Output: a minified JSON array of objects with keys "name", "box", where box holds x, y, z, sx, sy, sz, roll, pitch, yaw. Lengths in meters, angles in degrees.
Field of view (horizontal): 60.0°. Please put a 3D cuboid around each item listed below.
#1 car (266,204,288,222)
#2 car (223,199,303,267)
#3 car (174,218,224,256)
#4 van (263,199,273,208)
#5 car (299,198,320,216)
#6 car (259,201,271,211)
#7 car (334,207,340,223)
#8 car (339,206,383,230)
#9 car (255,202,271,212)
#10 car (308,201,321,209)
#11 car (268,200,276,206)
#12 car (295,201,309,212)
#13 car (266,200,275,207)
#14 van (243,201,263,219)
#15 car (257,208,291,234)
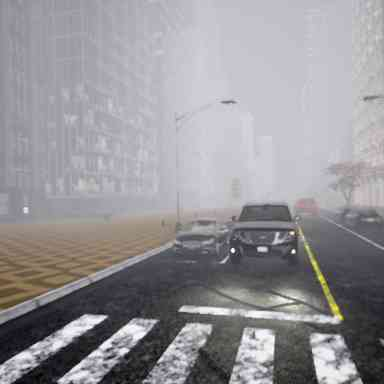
[{"name":"car","box":[8.250,1.952,31.950,1.837,1.490,4.892,-1,-1,16]},{"name":"car","box":[2.838,1.401,12.618,2.150,2.045,5.566,-1,-1,16]},{"name":"car","box":[0.550,1.799,14.063,2.008,1.369,4.403,-2,-1,16]},{"name":"van","box":[15.660,2.374,68.245,1.690,1.788,3.998,-2,-1,16]},{"name":"car","box":[13.647,1.721,39.698,2.150,2.045,5.566,-1,-1,16]},{"name":"car","box":[12.597,2.391,57.243,1.752,1.417,4.829,-2,-1,16]},{"name":"car","box":[13.156,1.849,28.068,1.947,1.339,4.313,-2,-1,16]},{"name":"car","box":[11.644,1.773,22.650,1.947,1.339,4.313,-2,-1,16]},{"name":"car","box":[11.131,2.339,51.988,2.008,1.369,4.403,-2,-1,16]},{"name":"car","box":[22.227,2.341,60.573,1.802,1.307,4.206,-2,-2,16]},{"name":"car","box":[21.714,2.918,89.910,2.008,1.369,4.403,-2,-2,16]},{"name":"car","box":[16.478,2.155,49.948,1.837,1.490,4.892,-1,-1,16]},{"name":"car","box":[18.690,2.743,79.075,1.887,1.381,4.507,-2,-1,16]},{"name":"van","box":[6.590,1.892,35.740,1.690,1.788,3.998,-2,-1,16]},{"name":"car","box":[5.542,1.875,22.243,1.994,1.385,4.181,-1,-1,16]}]
